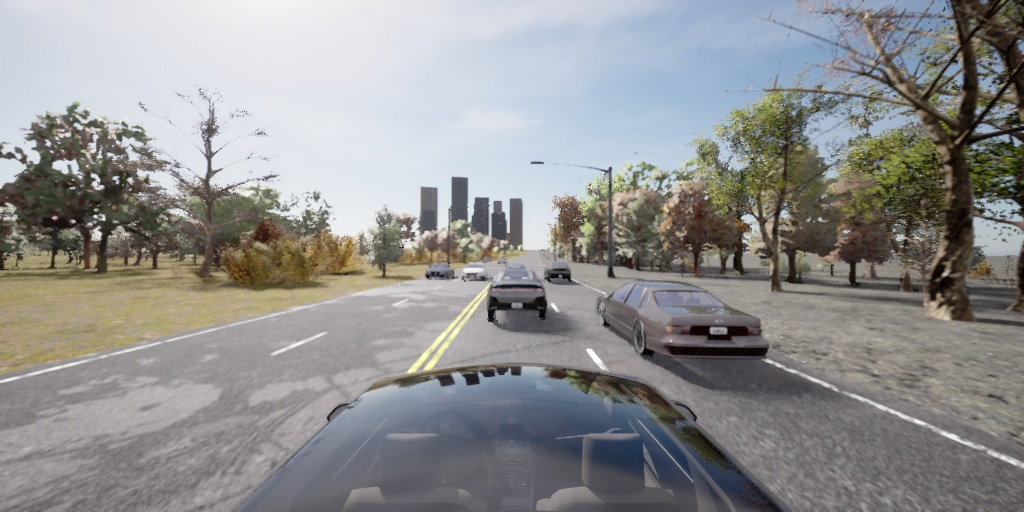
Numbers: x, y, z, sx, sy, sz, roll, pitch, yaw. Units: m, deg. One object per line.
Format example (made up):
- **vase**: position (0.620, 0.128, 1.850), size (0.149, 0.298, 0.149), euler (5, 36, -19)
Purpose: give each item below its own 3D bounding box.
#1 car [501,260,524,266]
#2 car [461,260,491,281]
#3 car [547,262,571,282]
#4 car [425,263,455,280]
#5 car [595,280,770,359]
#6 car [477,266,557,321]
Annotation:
- **car**: position (0.336, 1.293, 29.199), size (1.994, 1.385, 4.181), euler (0, 1, 1)
- **car**: position (-3.088, 1.284, 30.239), size (1.812, 1.442, 4.674), euler (0, 0, 1)
- **car**: position (3.598, 1.239, 28.743), size (1.837, 1.490, 4.892), euler (1, 0, 1)
- **car**: position (-6.312, 1.321, 31.700), size (1.994, 1.385, 4.181), euler (0, 0, 1)
- **car**: position (3.396, 1.277, 8.403), size (2.033, 1.411, 5.357), euler (1, 0, 0)
- **car**: position (0.154, 1.224, 12.549), size (2.128, 1.511, 4.902), euler (0, -1, 0)
